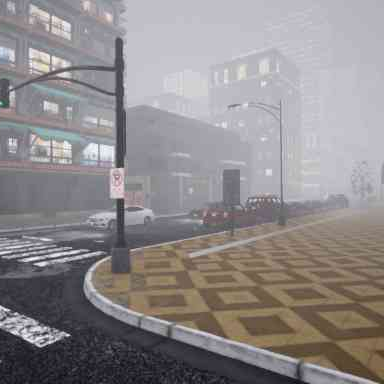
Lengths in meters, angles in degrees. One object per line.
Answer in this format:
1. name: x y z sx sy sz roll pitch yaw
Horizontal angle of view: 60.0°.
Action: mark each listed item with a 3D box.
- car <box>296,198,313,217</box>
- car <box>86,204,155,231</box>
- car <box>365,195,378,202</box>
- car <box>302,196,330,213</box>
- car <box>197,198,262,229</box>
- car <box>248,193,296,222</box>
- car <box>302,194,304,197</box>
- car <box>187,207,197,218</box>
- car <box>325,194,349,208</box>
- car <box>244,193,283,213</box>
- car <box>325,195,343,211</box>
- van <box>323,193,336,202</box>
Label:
1. car: 9.064 1.470 29.779 1.802 1.307 4.206 -1 0 36
2. car: -4.303 1.515 20.734 1.812 1.442 4.674 -1 0 36
3. car: 35.555 1.333 65.838 1.887 1.381 4.507 -1 0 36
4. car: 12.375 1.421 34.287 1.887 1.381 4.507 -1 0 36
5. car: 2.439 1.352 20.765 1.967 1.590 4.097 -1 0 36
6. car: 5.750 1.215 25.273 2.192 1.841 5.009 -1 0 36
7. car: 22.481 1.439 61.352 1.752 1.417 4.829 -1 0 36
8. car: 1.838 1.514 29.091 2.033 1.411 5.357 -1 0 36
9. car: 18.995 1.167 43.302 2.192 1.841 5.009 -1 0 36
10. car: 8.176 1.166 37.702 2.150 2.045 5.566 -1 0 37
11. car: 15.686 1.415 38.794 2.008 1.369 4.403 -1 0 36
12. van: 29.203 1.229 70.504 1.690 1.788 3.998 -1 0 36
